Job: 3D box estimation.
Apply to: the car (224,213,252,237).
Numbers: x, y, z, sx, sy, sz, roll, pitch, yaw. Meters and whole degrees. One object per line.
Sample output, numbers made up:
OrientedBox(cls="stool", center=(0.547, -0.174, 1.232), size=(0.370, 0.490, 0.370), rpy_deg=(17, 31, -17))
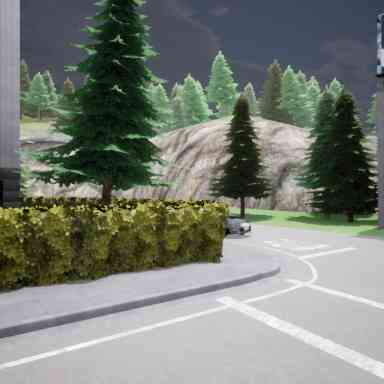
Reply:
OrientedBox(cls="car", center=(1.214, 1.668, 19.329), size=(2.128, 1.511, 4.902), rpy_deg=(0, 0, -42))
